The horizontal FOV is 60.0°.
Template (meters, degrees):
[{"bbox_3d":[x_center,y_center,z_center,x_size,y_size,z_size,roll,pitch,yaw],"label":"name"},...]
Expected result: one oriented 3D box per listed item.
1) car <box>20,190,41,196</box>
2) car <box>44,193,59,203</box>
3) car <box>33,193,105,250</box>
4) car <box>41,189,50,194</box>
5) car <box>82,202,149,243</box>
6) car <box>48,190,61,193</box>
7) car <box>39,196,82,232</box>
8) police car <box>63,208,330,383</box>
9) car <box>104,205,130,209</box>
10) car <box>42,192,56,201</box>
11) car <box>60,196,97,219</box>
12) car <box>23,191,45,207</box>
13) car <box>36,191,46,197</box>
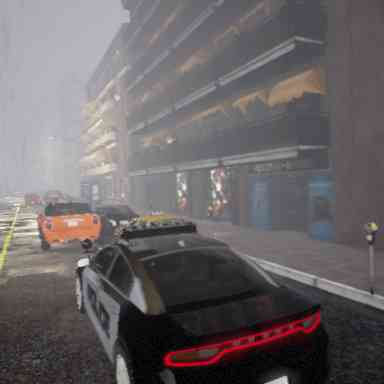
[{"bbox_3d":[-26.139,0.801,53.869,2.128,1.511,4.902,-3,2,-27],"label":"car"},{"bbox_3d":[-21.375,0.831,50.383,1.802,1.307,4.206,-3,2,-27],"label":"car"},{"bbox_3d":[-5.135,1.111,13.604,2.097,1.767,4.553,-3,2,-26],"label":"car"},{"bbox_3d":[-18.847,0.624,45.329,2.192,1.841,5.009,-3,2,-27],"label":"car"},{"bbox_3d":[-3.619,1.233,15.056,1.947,1.339,4.313,-3,2,-27],"label":"car"},{"bbox_3d":[-13.770,0.867,35.238,1.967,1.590,4.097,-3,2,-27],"label":"car"},{"bbox_3d":[-7.738,1.138,19.258,1.801,1.575,5.366,-3,2,-27],"label":"car"},{"bbox_3d":[-0.518,1.283,4.890,1.930,1.638,5.238,-3,2,-27],"label":"police car"},{"bbox_3d":[-1.159,1.252,10.160,1.752,1.417,4.829,-3,2,-27],"label":"car"},{"bbox_3d":[-23.911,0.772,55.429,1.802,1.307,4.206,-3,2,-27],"label":"car"},{"bbox_3d":[-8.693,1.096,25.149,2.008,1.369,4.403,-3,2,-27],"label":"car"},{"bbox_3d":[-19.245,0.992,40.265,1.812,1.442,4.674,-3,2,-26],"label":"car"},{"bbox_3d":[-36.594,0.475,80.663,1.947,1.339,4.313,-3,2,-27],"label":"car"}]
